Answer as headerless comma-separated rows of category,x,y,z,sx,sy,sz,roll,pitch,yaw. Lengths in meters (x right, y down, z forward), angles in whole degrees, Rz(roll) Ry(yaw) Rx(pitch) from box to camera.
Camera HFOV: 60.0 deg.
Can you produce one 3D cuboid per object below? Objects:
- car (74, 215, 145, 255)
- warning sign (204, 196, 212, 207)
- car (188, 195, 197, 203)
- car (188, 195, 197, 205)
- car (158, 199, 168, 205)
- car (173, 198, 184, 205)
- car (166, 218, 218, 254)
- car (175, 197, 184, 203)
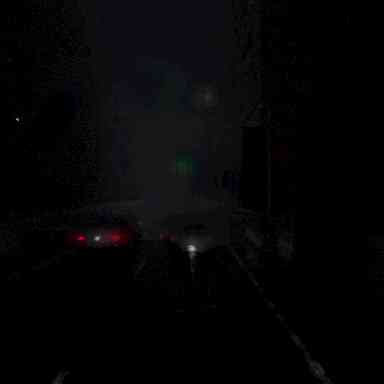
car,-3.238,1.681,13.969,2.033,1.411,5.357,0,-1,0
warning sign,2.906,1.674,59.740,1.300,1.860,1.060,0,0,0
car,0.077,1.884,87.241,2.150,2.045,5.566,0,-1,0
car,0.066,2.040,75.509,2.097,1.767,4.553,0,-1,0
car,-6.436,2.219,73.689,2.128,1.511,4.902,0,-1,0
car,-3.183,2.259,75.956,1.994,1.385,4.181,0,-1,0
car,0.013,1.735,14.083,1.895,1.301,4.718,0,0,0
car,-3.173,2.183,87.211,2.128,1.511,4.902,0,-1,0
